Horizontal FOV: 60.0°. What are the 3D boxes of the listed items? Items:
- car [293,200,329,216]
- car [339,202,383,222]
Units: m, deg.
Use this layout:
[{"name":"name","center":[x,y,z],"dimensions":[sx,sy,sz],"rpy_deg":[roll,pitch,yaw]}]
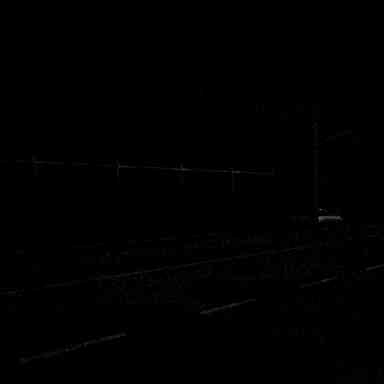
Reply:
[{"name":"car","center":[11.322,1.560,33.472],"dimensions":[1.837,1.490,4.892],"rpy_deg":[0,0,-36]},{"name":"car","center":[13.414,1.551,24.560],"dimensions":[1.837,1.490,4.892],"rpy_deg":[0,-1,-36]}]
